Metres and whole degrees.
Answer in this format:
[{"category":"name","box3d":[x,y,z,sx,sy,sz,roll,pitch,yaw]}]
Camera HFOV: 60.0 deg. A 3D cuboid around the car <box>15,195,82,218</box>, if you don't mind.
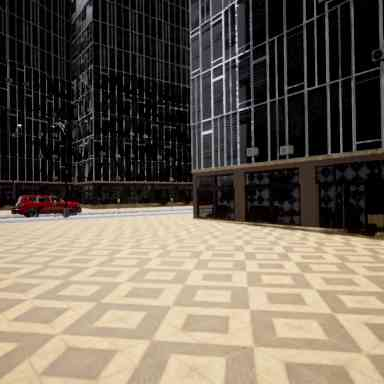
[{"category":"car","box3d":[-11.741,1.188,27.327,5.009,1.841,2.192,0,-1,-36]}]
